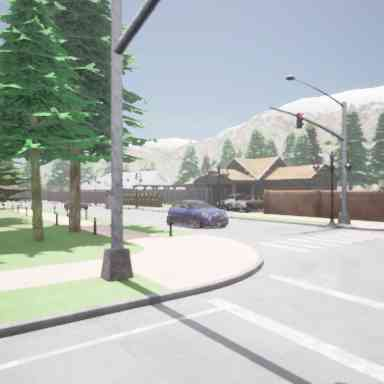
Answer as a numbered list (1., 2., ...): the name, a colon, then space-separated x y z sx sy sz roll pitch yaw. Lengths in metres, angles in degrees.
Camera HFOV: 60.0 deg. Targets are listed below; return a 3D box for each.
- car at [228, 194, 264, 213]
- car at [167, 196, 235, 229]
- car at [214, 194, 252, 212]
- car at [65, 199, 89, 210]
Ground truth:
1. car: 6.341 1.150 34.824 4.605 1.855 1.932 0 0 -37
2. car: 0.288 1.330 21.459 2.097 1.767 4.553 0 0 -37
3. car: 4.524 1.152 36.604 3.866 1.878 1.905 0 0 -37
4. car: -14.283 1.513 41.246 1.994 1.385 4.181 0 0 -37
